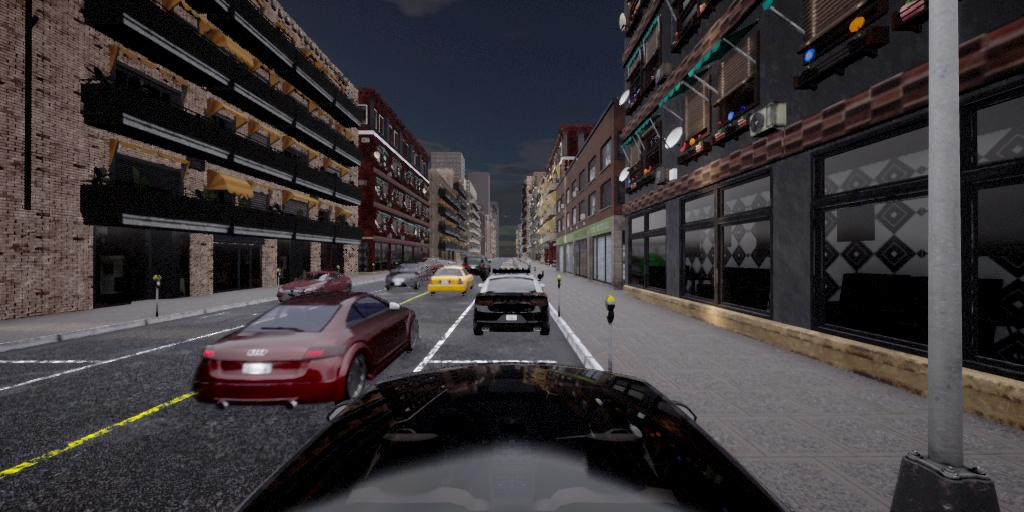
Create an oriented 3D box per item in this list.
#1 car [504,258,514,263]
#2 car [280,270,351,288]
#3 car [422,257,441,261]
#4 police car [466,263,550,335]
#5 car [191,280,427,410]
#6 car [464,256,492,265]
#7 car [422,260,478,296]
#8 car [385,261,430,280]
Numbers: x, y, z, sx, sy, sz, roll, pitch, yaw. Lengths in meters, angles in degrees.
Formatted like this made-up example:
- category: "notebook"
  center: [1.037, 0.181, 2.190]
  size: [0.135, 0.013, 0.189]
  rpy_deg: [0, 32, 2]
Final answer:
- category: "car"
  center: [-0.456, 1.275, 39.173]
  size: [1.751, 1.417, 4.829]
  rpy_deg: [0, 0, 0]
- category: "car"
  center: [-8.837, 1.333, 16.462]
  size: [1.802, 1.307, 4.207]
  rpy_deg: [0, 0, 0]
- category: "car"
  center: [-8.837, 1.064, 39.007]
  size: [2.192, 1.841, 5.009]
  rpy_deg: [0, 0, 0]
- category: "police car"
  center: [-0.011, 1.175, 10.609]
  size: [1.930, 1.638, 5.238]
  rpy_deg: [0, 0, 0]
- category: "car"
  center: [-3.048, 1.315, 6.292]
  size: [1.994, 1.385, 4.181]
  rpy_deg: [0, 0, 0]
- category: "car"
  center: [-3.054, 0.975, 31.239]
  size: [2.150, 2.045, 5.566]
  rpy_deg: [0, 0, 1]
- category: "car"
  center: [-3.147, 1.207, 19.356]
  size: [1.801, 1.575, 5.366]
  rpy_deg: [0, 0, 0]
- category: "car"
  center: [-6.246, 1.242, 22.054]
  size: [2.128, 1.511, 4.902]
  rpy_deg: [0, 0, 0]
